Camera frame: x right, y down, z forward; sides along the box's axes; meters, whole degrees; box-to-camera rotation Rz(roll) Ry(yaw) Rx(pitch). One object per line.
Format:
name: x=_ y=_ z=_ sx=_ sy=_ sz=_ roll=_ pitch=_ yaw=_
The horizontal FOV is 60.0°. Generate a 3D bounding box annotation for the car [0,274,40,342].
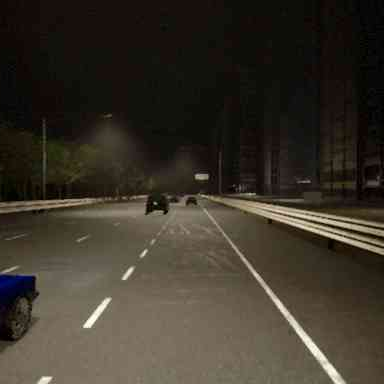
car: x=-3.501 y=1.602 z=3.531 sx=1.895 sy=1.301 sz=4.718 roll=0 pitch=0 yaw=0

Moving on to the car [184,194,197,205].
car: x=-0.105 y=1.604 z=60.731 sx=1.837 sy=1.490 sz=4.892 roll=0 pitch=0 yaw=0

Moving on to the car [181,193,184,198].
car: x=-3.932 y=1.547 z=89.059 sx=2.097 sy=1.767 sz=4.553 roll=0 pitch=0 yaw=-1

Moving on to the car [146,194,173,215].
car: x=-3.575 y=1.262 z=35.195 sx=2.150 sy=2.045 sz=5.566 roll=0 pitch=0 yaw=0

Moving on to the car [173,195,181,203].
car: x=-3.782 y=1.656 z=71.218 sx=1.812 sy=1.442 sz=4.674 roll=0 pitch=0 yaw=0
